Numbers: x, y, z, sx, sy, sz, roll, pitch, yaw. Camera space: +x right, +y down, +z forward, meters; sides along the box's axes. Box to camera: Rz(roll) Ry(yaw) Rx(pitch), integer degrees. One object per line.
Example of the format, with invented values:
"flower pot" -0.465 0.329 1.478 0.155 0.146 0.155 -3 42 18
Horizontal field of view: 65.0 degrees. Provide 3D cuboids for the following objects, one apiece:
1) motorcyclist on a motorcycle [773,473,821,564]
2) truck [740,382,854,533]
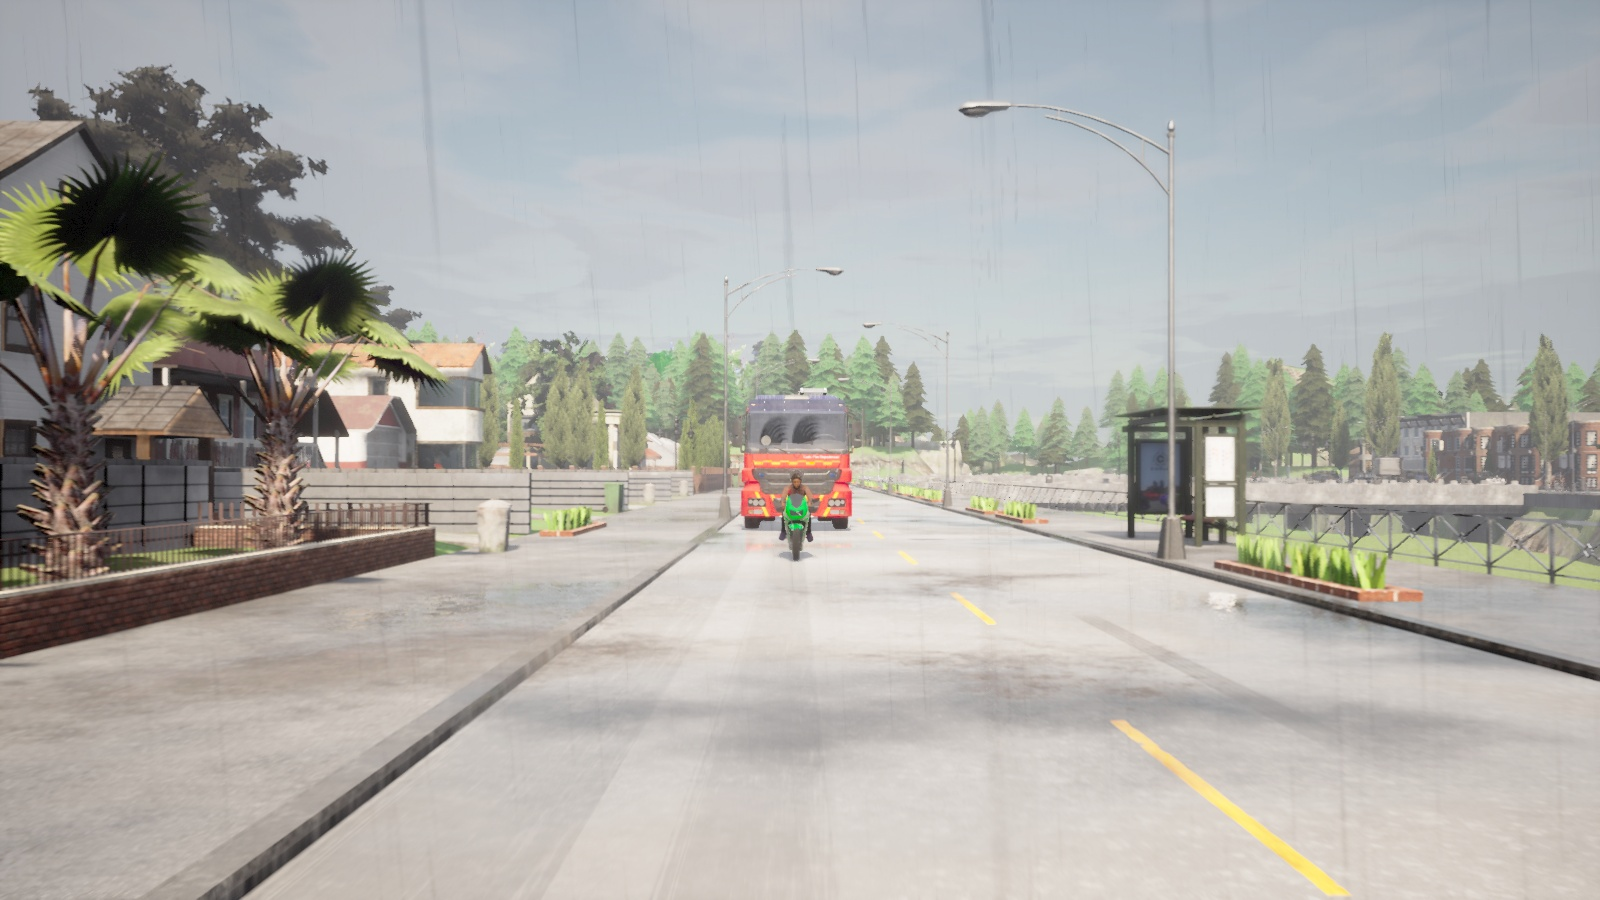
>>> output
"motorcyclist on a motorcycle" -0.052 1.167 22.130 0.797 1.523 2.044 0 -1 0
"truck" -0.090 0.254 36.045 2.891 3.827 8.468 0 -1 0
